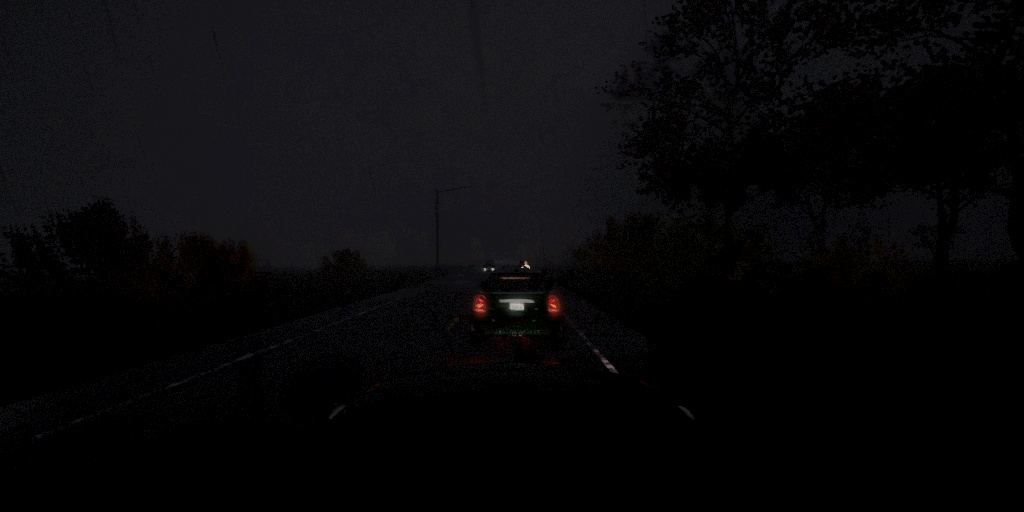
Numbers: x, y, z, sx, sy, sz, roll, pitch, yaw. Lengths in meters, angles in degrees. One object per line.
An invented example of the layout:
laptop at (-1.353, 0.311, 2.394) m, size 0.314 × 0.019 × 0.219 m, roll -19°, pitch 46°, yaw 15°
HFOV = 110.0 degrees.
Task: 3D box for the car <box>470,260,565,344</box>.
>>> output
car at (0.115, 1.098, 9.751) m, size 2.097 × 1.767 × 4.553 m, roll 0°, pitch 0°, yaw 0°

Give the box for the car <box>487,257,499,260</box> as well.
car at (-3.733, 1.275, 59.541) m, size 2.033 × 1.411 × 5.357 m, roll 0°, pitch 0°, yaw 0°

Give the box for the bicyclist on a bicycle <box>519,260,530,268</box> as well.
bicyclist on a bicycle at (0.981, 1.175, 25.574) m, size 0.866 × 1.612 × 1.509 m, roll 0°, pitch 0°, yaw 1°
